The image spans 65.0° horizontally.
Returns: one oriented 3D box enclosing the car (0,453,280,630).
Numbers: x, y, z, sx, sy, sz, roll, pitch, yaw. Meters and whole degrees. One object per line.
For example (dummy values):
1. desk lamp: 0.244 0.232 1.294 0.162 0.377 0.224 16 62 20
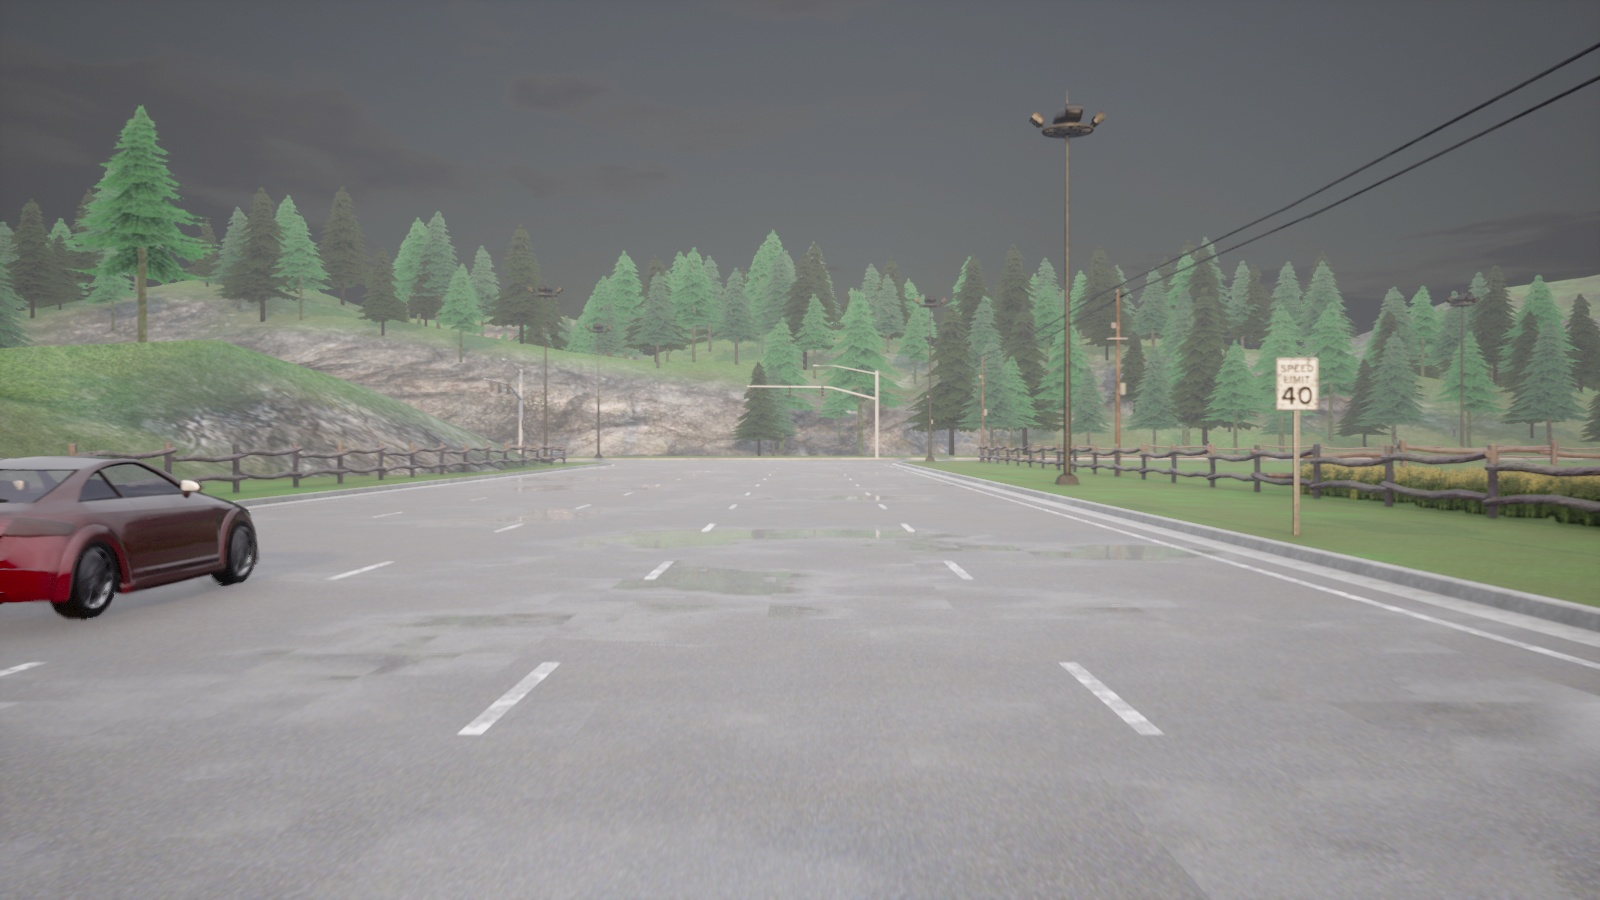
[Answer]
1. car: -6.916 0.736 12.169 1.994 1.385 4.181 0 0 0
